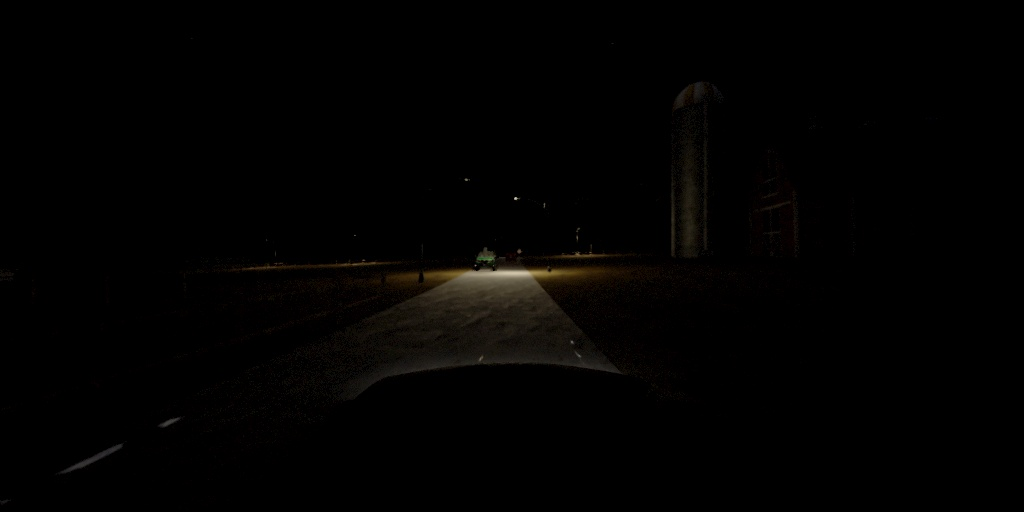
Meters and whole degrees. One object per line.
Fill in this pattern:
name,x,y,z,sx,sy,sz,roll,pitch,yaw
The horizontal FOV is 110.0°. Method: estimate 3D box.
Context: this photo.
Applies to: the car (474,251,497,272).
car,-2.837,0.493,39.314,2.150,2.045,5.566,0,1,0
